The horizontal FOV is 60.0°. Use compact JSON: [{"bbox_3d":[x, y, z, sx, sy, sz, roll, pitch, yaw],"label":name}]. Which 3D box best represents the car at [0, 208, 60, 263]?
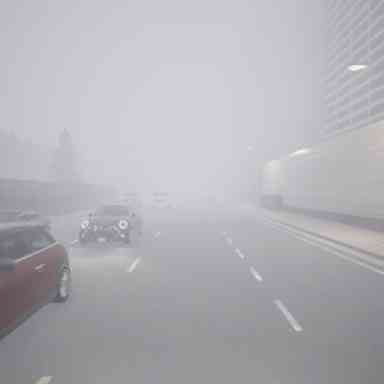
[{"bbox_3d":[-7.112,1.474,12.770,2.128,1.511,4.902,0,0,0],"label":"car"}]

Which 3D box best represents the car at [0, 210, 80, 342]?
[{"bbox_3d":[-3.605,1.345,5.157,2.097,1.767,4.553,0,0,0],"label":"car"}]

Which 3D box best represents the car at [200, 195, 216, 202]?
[{"bbox_3d":[3.622,1.388,75.480,2.128,1.511,4.902,0,0,-17],"label":"car"}]

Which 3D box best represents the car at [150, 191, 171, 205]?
[{"bbox_3d":[-3.569,0.877,38.320,2.150,2.045,5.566,0,0,0],"label":"car"}]

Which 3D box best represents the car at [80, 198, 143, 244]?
[{"bbox_3d":[-3.609,1.327,15.545,2.097,1.767,4.553,0,0,0],"label":"car"}]

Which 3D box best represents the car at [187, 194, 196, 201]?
[{"bbox_3d":[-0.136,1.231,75.057,2.128,1.511,4.902,0,0,0],"label":"car"}]

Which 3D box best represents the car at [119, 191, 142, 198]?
[{"bbox_3d":[-7.069,0.880,38.314,2.150,2.045,5.566,0,0,0],"label":"car"}]

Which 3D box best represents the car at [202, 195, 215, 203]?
[{"bbox_3d":[3.385,1.398,65.061,1.882,1.535,5.008,0,0,0],"label":"car"}]

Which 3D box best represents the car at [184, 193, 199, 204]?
[{"bbox_3d":[-0.108,1.153,60.086,2.150,2.045,5.566,0,0,0],"label":"car"}]
